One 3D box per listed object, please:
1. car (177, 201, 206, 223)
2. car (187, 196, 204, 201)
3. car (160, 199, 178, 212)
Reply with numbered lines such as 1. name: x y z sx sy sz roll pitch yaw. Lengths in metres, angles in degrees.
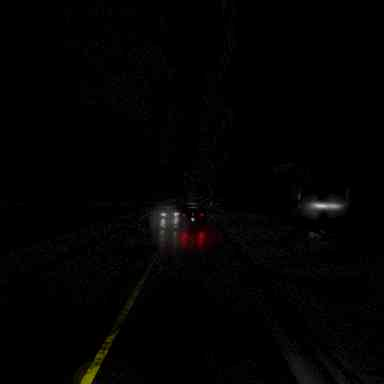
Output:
1. car: 0.084 1.608 25.258 1.895 1.301 4.718 0 0 0
2. car: 0.075 1.518 38.821 2.128 1.511 4.902 0 0 0
3. car: -2.587 1.552 39.352 1.812 1.442 4.674 0 0 0
